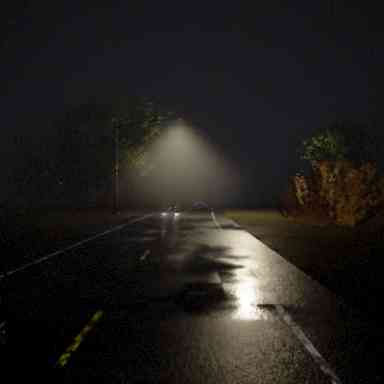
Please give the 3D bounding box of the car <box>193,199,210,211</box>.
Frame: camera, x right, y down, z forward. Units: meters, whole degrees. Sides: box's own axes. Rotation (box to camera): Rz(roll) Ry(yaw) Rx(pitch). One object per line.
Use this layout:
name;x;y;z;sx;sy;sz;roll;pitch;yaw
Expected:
car;1.175;1.943;46.273;1.994;1.385;4.181;0;0;3

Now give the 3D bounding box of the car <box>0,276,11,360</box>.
car;-3.596;1.381;2.781;2.097;1.767;4.553;0;-1;0

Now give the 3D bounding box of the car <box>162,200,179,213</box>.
car;-2.710;1.864;43.356;1.837;1.490;4.892;0;0;2

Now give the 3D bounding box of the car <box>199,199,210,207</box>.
car;2.528;2.078;64.796;1.994;1.385;4.181;0;0;5
